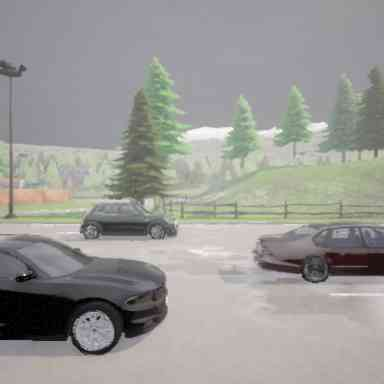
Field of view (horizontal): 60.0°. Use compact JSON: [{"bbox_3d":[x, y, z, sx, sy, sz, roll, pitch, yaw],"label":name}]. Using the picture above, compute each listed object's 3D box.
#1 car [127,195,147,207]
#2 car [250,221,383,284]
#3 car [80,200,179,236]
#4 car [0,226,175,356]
[{"bbox_3d":[-8.180,1.320,49.924,2.128,1.511,4.902,0,0,2],"label":"car"},{"bbox_3d":[4.299,1.493,8.753,5.357,1.411,2.033,0,0,2],"label":"car"},{"bbox_3d":[-2.913,1.298,15.977,4.553,1.767,2.097,0,0,2],"label":"car"},{"bbox_3d":[-2.910,1.468,5.472,5.008,1.535,1.882,0,0,2],"label":"car"}]
